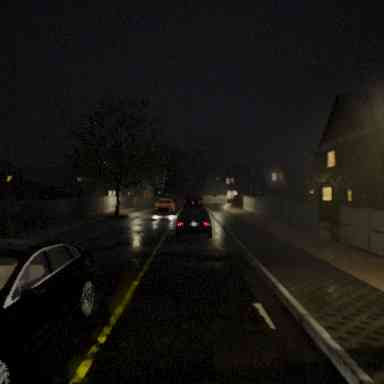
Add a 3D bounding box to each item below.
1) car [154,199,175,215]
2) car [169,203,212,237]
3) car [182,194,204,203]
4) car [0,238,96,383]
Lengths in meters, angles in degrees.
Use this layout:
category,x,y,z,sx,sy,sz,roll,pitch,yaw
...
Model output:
category,x,y,z,sx,sy,sz,roll,pitch,yaw
car,-2.755,1.438,33.988,1.882,1.535,5.008,0,0,0
car,0.095,1.523,17.804,2.033,1.411,5.357,0,0,0
car,0.093,1.181,36.228,2.150,2.045,5.566,0,0,0
car,-2.751,1.484,4.541,2.128,1.511,4.902,0,0,0
